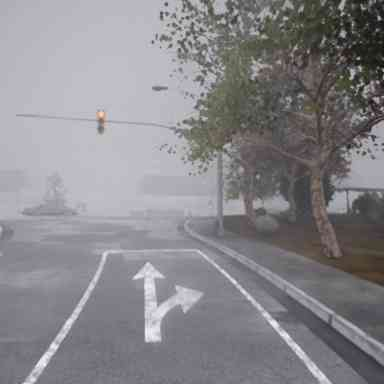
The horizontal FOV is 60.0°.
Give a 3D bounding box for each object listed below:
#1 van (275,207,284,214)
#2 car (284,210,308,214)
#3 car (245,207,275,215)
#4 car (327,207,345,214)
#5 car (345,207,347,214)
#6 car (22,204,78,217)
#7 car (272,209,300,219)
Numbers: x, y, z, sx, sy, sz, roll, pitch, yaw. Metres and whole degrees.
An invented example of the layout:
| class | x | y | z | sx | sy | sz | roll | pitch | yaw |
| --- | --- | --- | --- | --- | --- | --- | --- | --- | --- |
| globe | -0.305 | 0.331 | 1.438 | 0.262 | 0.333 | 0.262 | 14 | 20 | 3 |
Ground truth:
| class | x | y | z | sx | sy | sz | roll | pitch | yaw |
| --- | --- | --- | --- | --- | --- | --- | --- | --- | --- |
| van | 14.649 | 3.817 | 60.949 | 1.878 | 1.987 | 4.442 | 4 | -8 | -36 |
| car | 18.565 | 3.684 | 56.975 | 4.181 | 1.385 | 1.994 | 1 | -6 | -16 |
| car | 11.822 | 3.994 | 60.060 | 1.946 | 1.575 | 5.366 | 4 | -8 | -36 |
| car | 26.063 | 4.210 | 64.262 | 2.097 | 1.535 | 5.008 | 4 | -8 | -36 |
| car | 28.907 | 4.005 | 65.113 | 2.435 | 2.045 | 5.566 | 3 | -8 | -36 |
| car | -14.882 | 2.015 | 35.179 | 5.357 | 1.411 | 2.033 | 2 | -5 | -16 |
| car | 17.433 | 4.123 | 61.845 | 2.163 | 1.488 | 4.792 | 3 | -7 | -36 |
